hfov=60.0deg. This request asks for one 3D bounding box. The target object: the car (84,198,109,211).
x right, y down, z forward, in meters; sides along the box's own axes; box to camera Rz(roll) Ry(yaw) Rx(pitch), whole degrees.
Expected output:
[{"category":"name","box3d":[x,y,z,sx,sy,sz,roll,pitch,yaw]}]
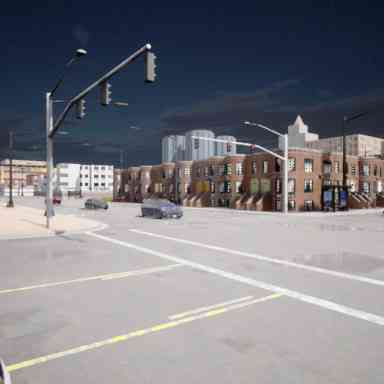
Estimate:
[{"category":"car","box3d":[-11.927,1.504,41.209,1.837,1.490,4.892,0,0,-36]}]

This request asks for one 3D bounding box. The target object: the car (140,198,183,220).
[{"category":"car","box3d":[-2.644,1.352,28.231,2.097,1.767,4.553,0,0,-35]}]

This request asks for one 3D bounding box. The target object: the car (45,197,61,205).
[{"category":"car","box3d":[-24.549,1.600,58.826,1.895,1.301,4.718,0,0,-36]}]

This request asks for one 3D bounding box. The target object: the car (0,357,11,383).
[{"category":"car","box3d":[-3.740,1.222,1.100,5.566,2.045,2.150,0,0,-35]}]
